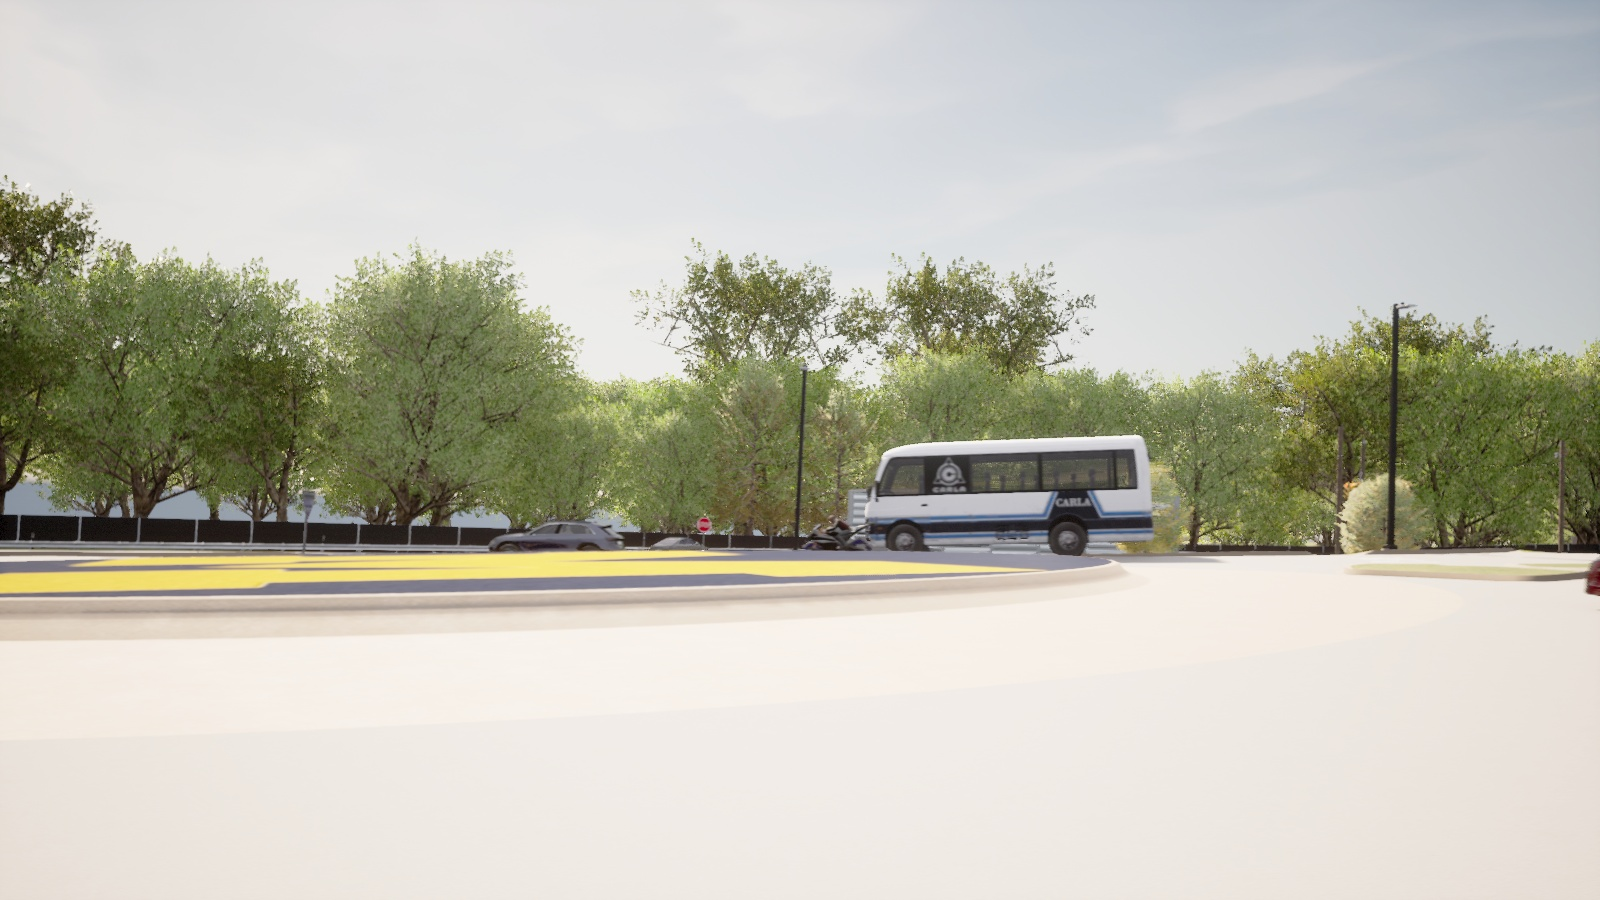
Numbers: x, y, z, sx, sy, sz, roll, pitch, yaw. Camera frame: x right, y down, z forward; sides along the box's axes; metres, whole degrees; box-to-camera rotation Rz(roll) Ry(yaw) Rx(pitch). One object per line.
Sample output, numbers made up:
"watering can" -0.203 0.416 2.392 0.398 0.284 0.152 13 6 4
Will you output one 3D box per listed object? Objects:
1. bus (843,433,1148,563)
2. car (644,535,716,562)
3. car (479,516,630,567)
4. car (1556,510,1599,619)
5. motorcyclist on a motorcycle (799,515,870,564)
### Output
"bus" 6.949 1.868 45.134 10.273 4.253 3.944 -2 -5 10
"car" -6.842 5.632 72.033 1.994 1.385 4.181 1 -3 30
"car" -8.749 3.264 45.016 4.856 1.649 2.033 1 -3 5
"car" 11.817 1.541 15.222 1.994 1.385 4.181 4 -2 -19
"motorcyclist on a motorcycle" 1.131 2.902 40.762 2.191 1.530 0.866 -2 -5 8
